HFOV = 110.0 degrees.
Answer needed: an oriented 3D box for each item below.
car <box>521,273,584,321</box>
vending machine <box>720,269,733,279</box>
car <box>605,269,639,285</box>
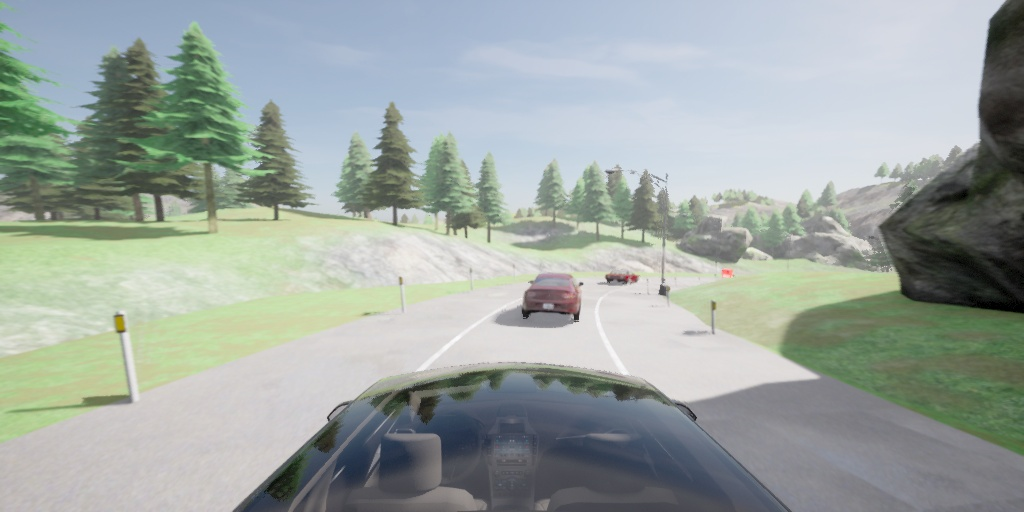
[{"bbox_3d":[1.505,1.304,12.583,1.812,1.442,4.674,1,0,11],"label":"car"},{"bbox_3d":[24.423,2.470,41.108,0.880,2.100,1.100,0,0,-38],"label":"vending machine"},{"bbox_3d":[10.140,1.889,32.666,1.895,1.301,4.718,4,0,34],"label":"car"}]
